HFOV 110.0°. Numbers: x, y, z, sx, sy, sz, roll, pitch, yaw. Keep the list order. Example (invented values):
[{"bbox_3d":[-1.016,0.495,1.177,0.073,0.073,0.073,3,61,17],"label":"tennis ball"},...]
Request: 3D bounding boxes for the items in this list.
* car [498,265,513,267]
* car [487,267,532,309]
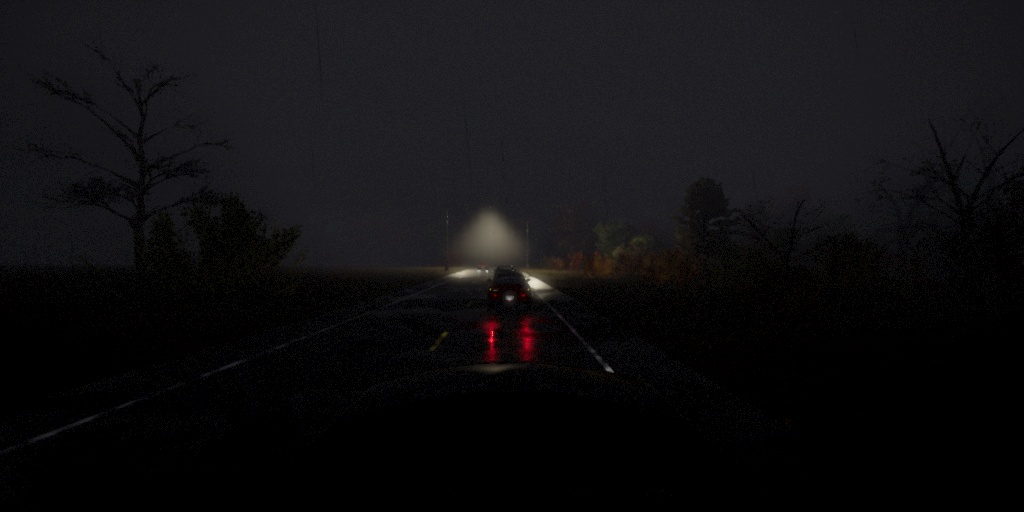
[{"bbox_3d":[-0.561,1.518,30.432,2.128,1.511,4.902,0,0,-2],"label":"car"},{"bbox_3d":[-0.125,1.415,15.800,1.812,1.442,4.674,0,0,-1],"label":"car"}]
